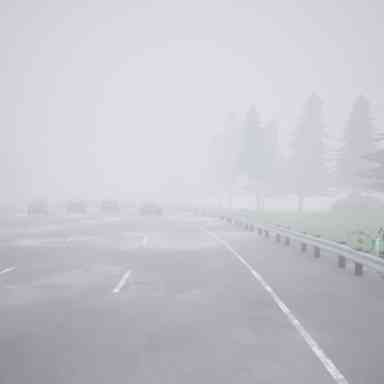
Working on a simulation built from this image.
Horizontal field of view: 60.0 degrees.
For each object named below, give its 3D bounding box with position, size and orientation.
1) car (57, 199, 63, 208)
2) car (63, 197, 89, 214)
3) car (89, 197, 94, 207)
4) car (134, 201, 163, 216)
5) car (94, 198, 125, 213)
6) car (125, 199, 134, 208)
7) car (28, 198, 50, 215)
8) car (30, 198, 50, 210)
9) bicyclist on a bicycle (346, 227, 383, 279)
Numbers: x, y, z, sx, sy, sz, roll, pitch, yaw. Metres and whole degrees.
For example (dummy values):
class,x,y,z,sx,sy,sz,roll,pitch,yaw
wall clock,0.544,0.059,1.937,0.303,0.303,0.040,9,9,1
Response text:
class,x,y,z,sx,sy,sz,roll,pitch,yaw
car,-17.874,1.594,47.082,1.895,1.301,4.718,0,0,-29
car,-12.482,1.473,35.622,1.882,1.535,5.008,0,0,-21
car,-15.075,1.519,49.195,1.812,1.442,4.674,0,0,-29
car,-4.192,1.559,32.820,1.994,1.385,4.181,0,0,-16
car,-9.285,1.487,37.083,2.128,1.511,4.902,0,0,-21
car,-8.751,1.594,44.572,1.895,1.301,4.718,0,0,-25
car,-15.493,1.543,33.702,2.033,1.411,5.357,0,0,-21
car,-20.201,1.541,44.088,2.033,1.411,5.357,0,0,-29
bicyclist on a bicycle,4.995,1.436,8.465,1.620,0.582,1.656,-22,50,-17
